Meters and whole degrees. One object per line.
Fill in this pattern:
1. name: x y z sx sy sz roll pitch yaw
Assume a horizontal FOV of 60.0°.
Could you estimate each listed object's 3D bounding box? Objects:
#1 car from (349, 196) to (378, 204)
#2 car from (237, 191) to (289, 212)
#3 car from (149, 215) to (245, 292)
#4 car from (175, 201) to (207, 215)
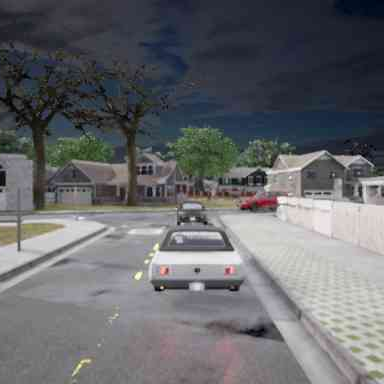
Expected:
1. car: 20.041 1.206 37.977 4.892 1.490 1.837 0 0 -17
2. car: 7.326 0.909 33.764 5.566 2.045 2.150 -1 1 -20
3. car: 0.096 1.509 8.609 1.895 1.301 4.718 0 1 0
4. car: -0.057 1.303 21.067 1.812 1.442 4.674 0 1 -3
